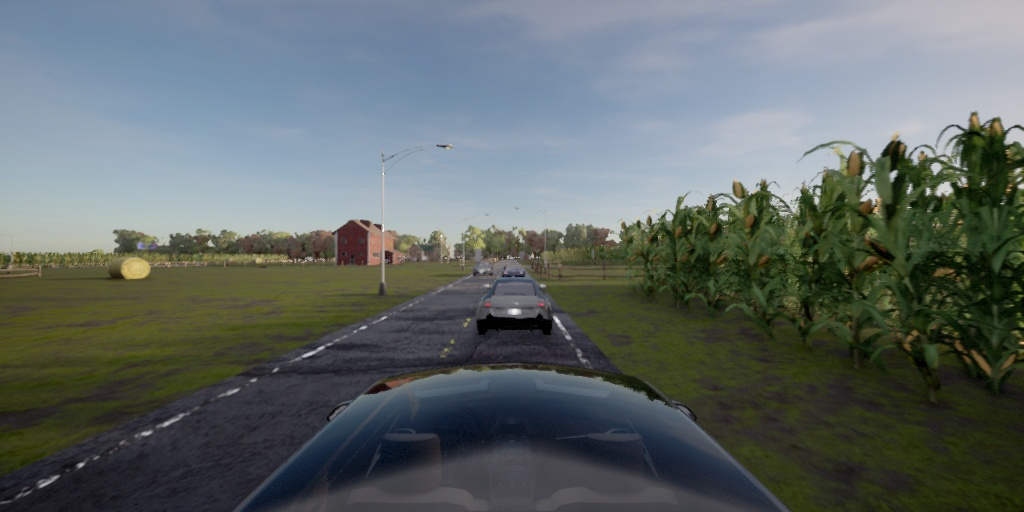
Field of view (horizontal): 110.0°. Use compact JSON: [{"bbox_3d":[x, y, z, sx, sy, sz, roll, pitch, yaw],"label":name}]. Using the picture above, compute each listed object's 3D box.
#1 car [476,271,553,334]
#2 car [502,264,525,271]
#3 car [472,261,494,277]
[{"bbox_3d":[0.083,1.312,10.666,1.994,1.385,4.181,0,0,1],"label":"car"},{"bbox_3d":[0.124,1.346,30.201,1.895,1.301,4.718,0,0,0],"label":"car"},{"bbox_3d":[-2.804,1.237,35.668,2.128,1.511,4.902,0,0,0],"label":"car"}]
